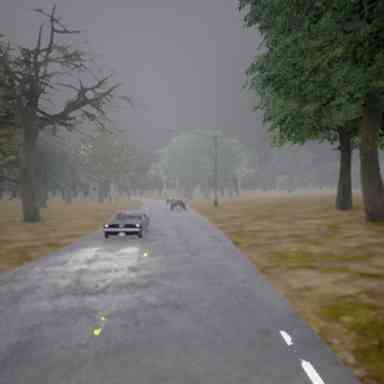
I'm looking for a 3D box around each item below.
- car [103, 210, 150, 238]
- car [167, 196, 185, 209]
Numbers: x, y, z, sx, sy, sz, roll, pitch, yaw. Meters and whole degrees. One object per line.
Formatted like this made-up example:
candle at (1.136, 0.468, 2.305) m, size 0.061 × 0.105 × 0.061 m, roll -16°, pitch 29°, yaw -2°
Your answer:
car at (-3.329, 1.639, 17.602) m, size 1.895 × 1.301 × 4.718 m, roll 0°, pitch 0°, yaw -2°
car at (-1.960, 1.489, 44.403) m, size 1.837 × 1.490 × 4.892 m, roll 0°, pitch 0°, yaw -5°
